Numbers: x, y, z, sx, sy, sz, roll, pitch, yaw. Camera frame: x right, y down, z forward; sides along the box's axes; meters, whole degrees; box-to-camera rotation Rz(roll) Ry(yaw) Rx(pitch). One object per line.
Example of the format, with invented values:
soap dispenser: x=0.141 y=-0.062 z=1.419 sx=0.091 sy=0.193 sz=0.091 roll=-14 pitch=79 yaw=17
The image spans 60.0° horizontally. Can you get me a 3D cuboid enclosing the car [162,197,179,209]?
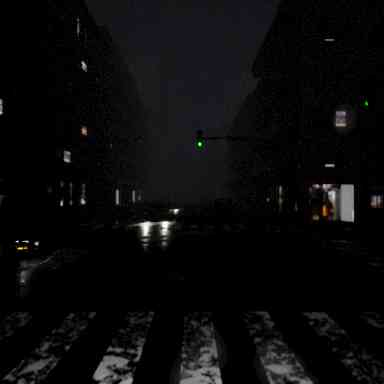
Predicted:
car: x=-3.010 y=1.846 z=50.179 sx=1.994 sy=1.385 sz=4.181 roll=0 pitch=0 yaw=0

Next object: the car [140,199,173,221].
car: x=-3.054 y=1.633 z=29.529 sx=1.882 sy=1.535 sz=5.008 roll=0 pitch=0 yaw=0

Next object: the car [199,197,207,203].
car: x=2.825 y=2.074 z=86.390 sx=1.887 sy=1.381 sz=4.507 roll=0 pitch=0 yaw=0

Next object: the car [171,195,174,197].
car: x=-5.581 y=1.720 z=69.762 sx=2.192 sy=1.841 sz=5.009 roll=0 pitch=0 yaw=0

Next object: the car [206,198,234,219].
car: x=2.739 y=1.479 z=30.911 sx=2.192 sy=1.841 sz=5.009 roll=0 pitch=0 yaw=0

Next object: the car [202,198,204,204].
car: x=2.765 y=1.811 z=47.556 sx=1.887 sy=1.381 sz=4.507 roll=0 pitch=0 yaw=0

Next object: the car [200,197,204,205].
car: x=2.773 y=1.852 z=53.104 sx=2.008 sy=1.369 sz=4.403 roll=0 pitch=0 yaw=0

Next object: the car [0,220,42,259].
car: x=-8.083 y=1.549 z=12.151 sx=4.892 sy=1.490 sz=1.837 roll=2 pitch=0 yaw=0

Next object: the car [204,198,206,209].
car: x=2.757 y=1.759 z=42.177 sx=1.752 sy=1.417 sz=4.829 roll=0 pitch=0 yaw=0

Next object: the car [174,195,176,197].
car: x=-5.556 y=2.080 z=86.404 sx=2.008 sy=1.369 sz=4.403 roll=0 pitch=0 yaw=0

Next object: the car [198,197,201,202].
car: x=2.800 y=1.950 z=69.748 sx=1.887 sy=1.381 sz=4.507 roll=0 pitch=0 yaw=0

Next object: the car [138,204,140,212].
car: x=-5.624 y=1.798 z=42.020 sx=1.947 sy=1.339 sz=4.313 roll=0 pitch=0 yaw=0

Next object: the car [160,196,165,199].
car: x=-5.607 y=1.825 z=52.948 sx=1.752 sy=1.417 sz=4.829 roll=0 pitch=0 yaw=0
